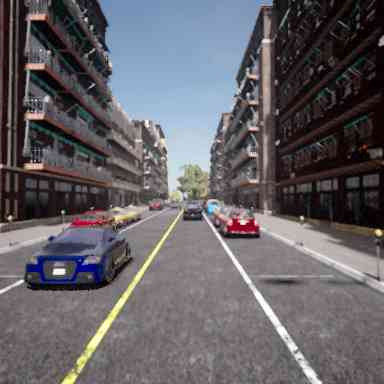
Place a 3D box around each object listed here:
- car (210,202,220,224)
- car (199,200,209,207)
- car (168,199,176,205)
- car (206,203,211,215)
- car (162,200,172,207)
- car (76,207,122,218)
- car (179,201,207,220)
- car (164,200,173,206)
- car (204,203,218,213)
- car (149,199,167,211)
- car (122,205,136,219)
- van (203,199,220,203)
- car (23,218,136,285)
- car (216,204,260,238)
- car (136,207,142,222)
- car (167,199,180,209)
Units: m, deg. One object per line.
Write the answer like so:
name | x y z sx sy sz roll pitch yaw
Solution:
car | 2.700 1.775 25.149 1.967 1.590 4.097 1 -1 0
car | 2.687 2.577 76.099 2.008 1.369 4.403 1 -1 0
car | -5.695 2.703 93.122 1.967 1.590 4.097 1 -1 0
car | 2.697 1.961 30.809 2.008 1.369 4.403 1 -1 0
car | -5.693 2.579 76.136 2.008 1.369 4.403 1 -1 0
car | -5.681 1.806 19.526 1.887 1.381 4.507 1 -1 0
car | 0.081 1.926 32.535 2.128 1.511 4.902 0 -1 0
car | -5.694 2.629 81.629 1.752 1.417 4.829 1 -1 0
car | 2.693 2.222 47.792 1.802 1.307 4.206 1 -1 0
car | -5.685 2.034 53.495 2.192 1.841 5.009 1 -1 0
car | -5.682 1.860 25.017 1.752 1.417 4.829 1 -1 0
van | 2.697 1.904 42.134 1.690 1.788 3.998 1 -1 0
car | -3.100 1.696 9.772 1.994 1.385 4.181 0 -1 0
car | 2.701 1.700 19.489 1.967 1.590 4.097 1 -1 0
car | -5.683 1.935 30.678 1.752 1.417 4.829 1 -1 0
car | -3.045 2.169 60.791 2.097 1.767 4.553 0 -1 1
